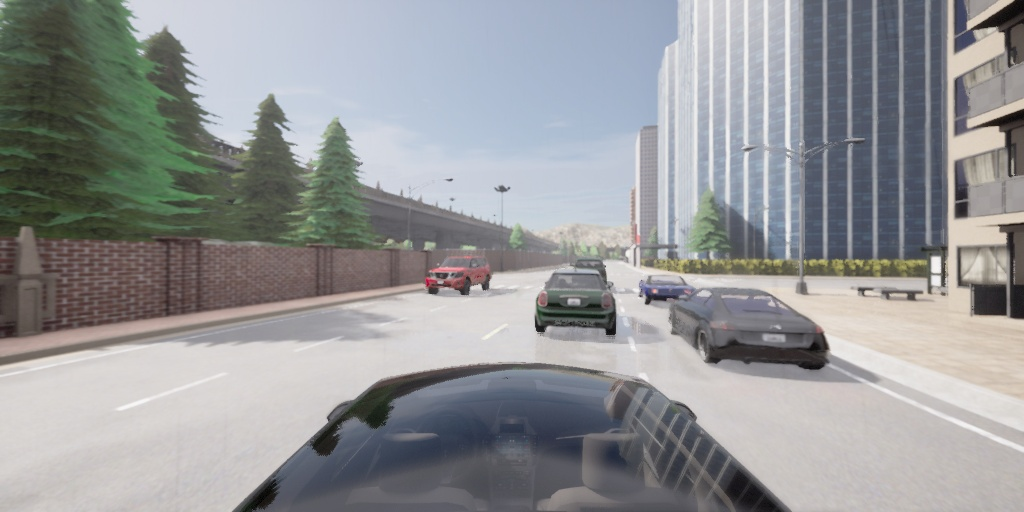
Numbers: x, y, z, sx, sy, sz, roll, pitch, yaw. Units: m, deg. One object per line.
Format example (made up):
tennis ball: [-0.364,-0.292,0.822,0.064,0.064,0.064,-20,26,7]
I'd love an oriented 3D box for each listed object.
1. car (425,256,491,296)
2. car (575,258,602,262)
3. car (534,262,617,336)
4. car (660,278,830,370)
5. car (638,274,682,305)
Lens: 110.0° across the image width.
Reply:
car: [-2.908,1.003,20.871,2.150,2.045,5.566,0,0,15]
car: [5.062,1.149,24.035,2.150,2.045,5.566,1,0,10]
car: [2.003,1.174,10.977,2.097,1.767,4.553,0,0,13]
car: [4.873,1.378,8.053,1.994,1.385,4.181,0,0,12]
car: [6.952,1.483,16.605,1.895,1.301,4.718,0,0,15]
